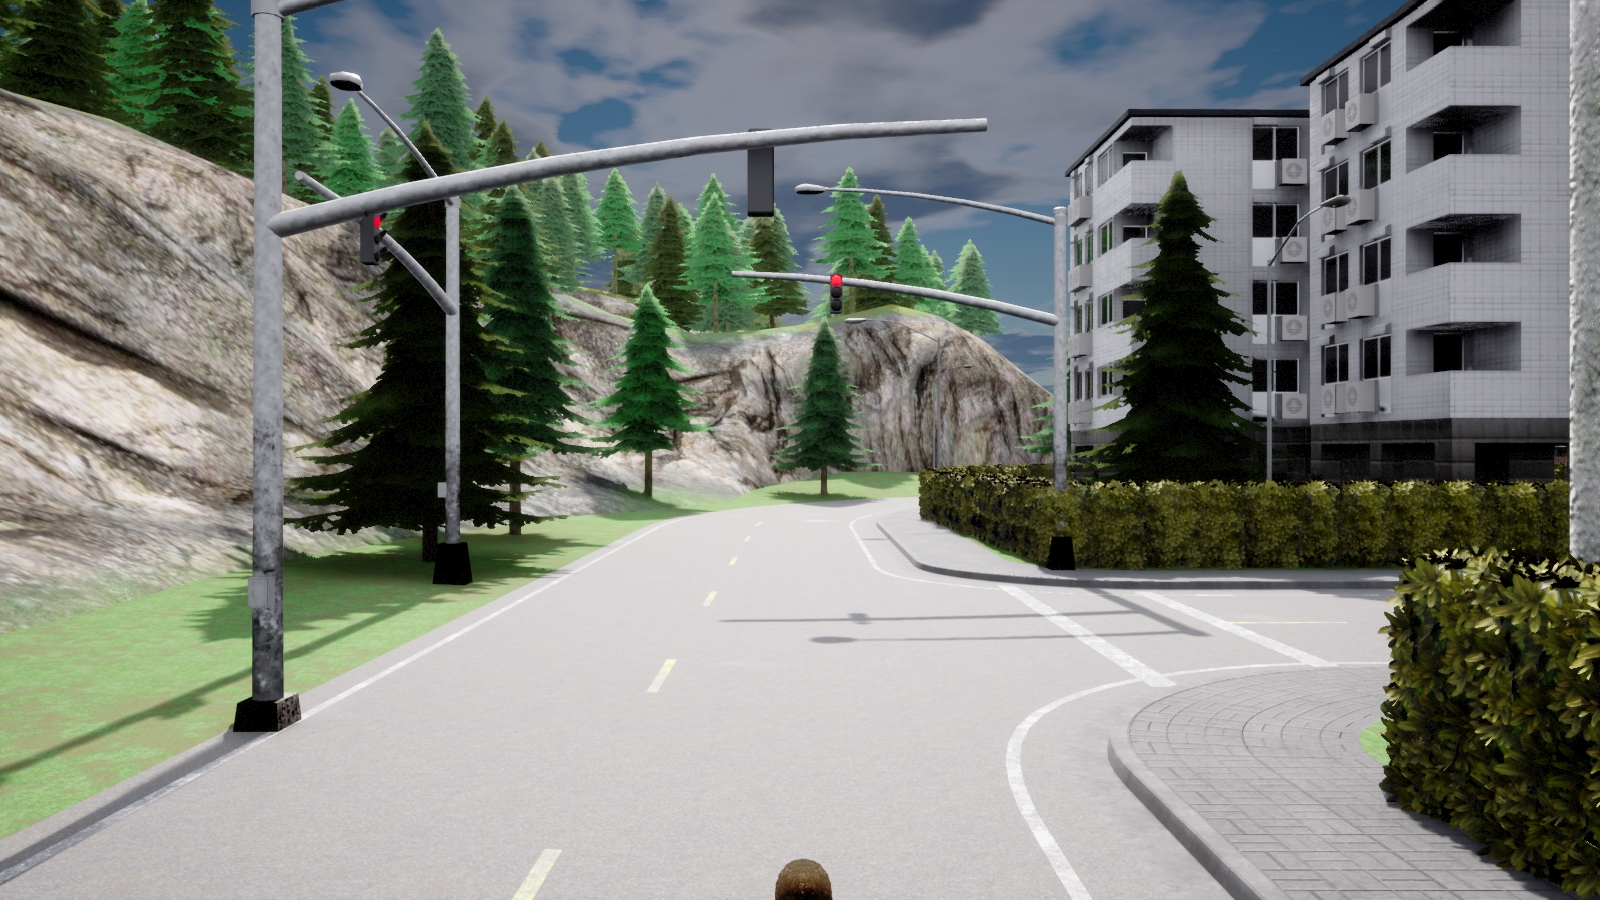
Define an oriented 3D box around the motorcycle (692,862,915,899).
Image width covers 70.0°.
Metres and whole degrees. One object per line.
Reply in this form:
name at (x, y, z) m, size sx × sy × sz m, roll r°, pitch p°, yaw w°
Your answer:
motorcycle at (0.010, 2.193, 3.477) m, size 0.803 × 1.145 × 2.033 m, roll 0°, pitch 0°, yaw 0°
